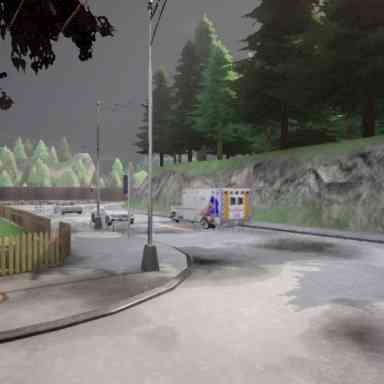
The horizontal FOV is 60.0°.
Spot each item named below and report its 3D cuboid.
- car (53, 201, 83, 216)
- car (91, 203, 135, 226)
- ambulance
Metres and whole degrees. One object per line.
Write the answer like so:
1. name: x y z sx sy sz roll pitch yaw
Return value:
1. car: -12.442 1.601 33.339 1.895 1.301 4.718 0 0 -35
2. car: -5.809 1.526 23.946 1.812 1.442 4.674 0 0 -35
3. ambulance: 0.907 1.031 21.551 2.351 2.431 6.366 0 0 -35
